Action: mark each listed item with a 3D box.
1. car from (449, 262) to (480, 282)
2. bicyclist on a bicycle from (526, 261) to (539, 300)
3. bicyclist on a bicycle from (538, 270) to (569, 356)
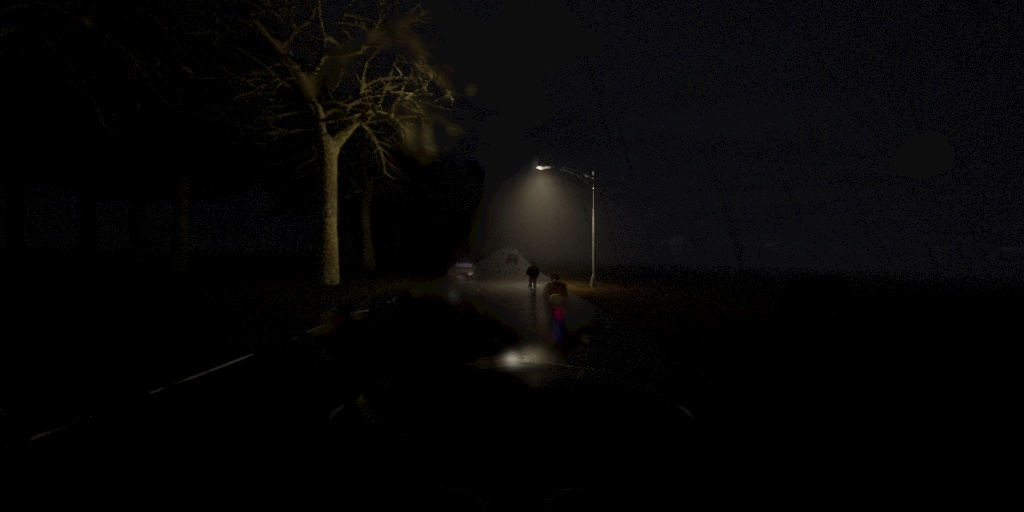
[{"bbox_3d":[-3.601,1.175,28.145,2.033,1.411,5.357,0,0,0],"label":"car"},{"bbox_3d":[0.962,1.083,16.432,0.659,1.776,1.843,0,0,0],"label":"bicyclist on a bicycle"},{"bbox_3d":[0.962,1.199,7.693,0.582,1.620,1.656,0,0,0],"label":"bicyclist on a bicycle"}]
